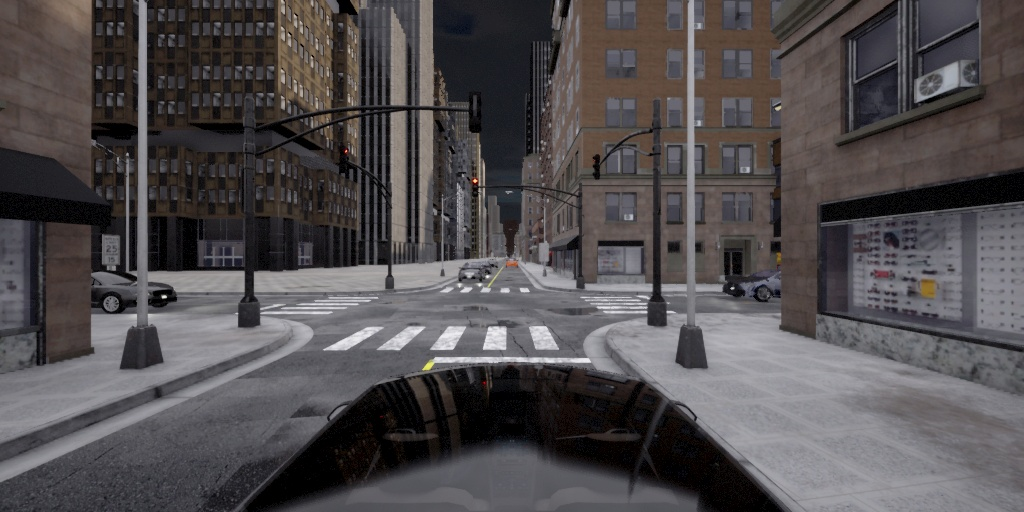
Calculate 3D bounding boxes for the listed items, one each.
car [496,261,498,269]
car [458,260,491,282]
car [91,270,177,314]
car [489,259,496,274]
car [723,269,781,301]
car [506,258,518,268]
[{"bbox_3d":[-3.171,1.258,56.432,1.837,1.490,4.892,0,-1,0],"label":"car"},{"bbox_3d":[-3.155,1.243,28.906,2.128,1.511,4.902,0,0,0],"label":"car"},{"bbox_3d":[-15.259,1.259,13.210,4.892,1.490,1.837,0,0,-1],"label":"car"},{"bbox_3d":[-3.177,1.299,39.312,2.033,1.411,5.357,0,0,0],"label":"car"},{"bbox_3d":[12.220,1.314,16.648,4.181,1.385,1.994,0,0,-1],"label":"car"},{"bbox_3d":[-0.025,1.103,61.640,2.097,1.767,4.553,0,0,0],"label":"car"}]
